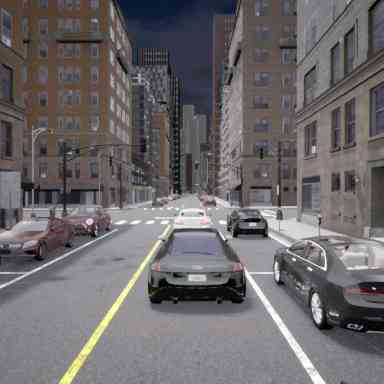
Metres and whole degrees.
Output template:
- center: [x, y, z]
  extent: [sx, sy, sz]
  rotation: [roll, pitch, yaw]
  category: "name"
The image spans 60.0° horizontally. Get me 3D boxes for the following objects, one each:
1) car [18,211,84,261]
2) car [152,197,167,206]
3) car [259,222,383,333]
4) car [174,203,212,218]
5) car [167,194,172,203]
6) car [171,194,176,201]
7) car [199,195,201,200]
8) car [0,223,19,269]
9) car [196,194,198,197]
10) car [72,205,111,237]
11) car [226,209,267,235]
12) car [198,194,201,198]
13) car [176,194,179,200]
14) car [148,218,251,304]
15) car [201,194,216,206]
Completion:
- center: [-5.661, 1.582, 12.227]
  extent: [1.802, 1.307, 4.206]
  rotation: [0, 0, 0]
  category: "car"
- center: [-5.594, 1.617, 54.831]
  extent: [1.802, 1.307, 4.206]
  rotation: [0, 0, 0]
  category: "car"
- center: [2.860, 1.550, 6.719]
  extent: [2.008, 1.369, 4.403]
  rotation: [0, 0, 0]
  category: "car"
- center: [0.047, 1.526, 16.943]
  extent: [1.812, 1.442, 4.674]
  rotation: [0, 0, 1]
  category: "car"
- center: [-5.566, 1.606, 65.648]
  extent: [2.008, 1.369, 4.403]
  rotation: [0, 0, 0]
  category: "car"
- center: [-5.525, 1.625, 81.703]
  extent: [1.752, 1.417, 4.829]
  rotation: [0, 0, 0]
  category: "car"
- center: [2.959, 1.606, 65.629]
  extent: [2.008, 1.369, 4.403]
  rotation: [0, 0, 0]
  category: "car"
- center: [-5.665, 1.566, 6.725]
  extent: [1.947, 1.339, 4.313]
  rotation: [0, 0, 0]
  category: "car"
- center: [3.026, 1.455, 92.675]
  extent: [2.192, 1.841, 5.009]
  rotation: [0, 0, 0]
  category: "car"
- center: [-5.657, 1.440, 17.728]
  extent: [1.967, 1.590, 4.097]
  rotation: [0, 0, 0]
  category: "car"
- center: [2.869, 1.566, 17.721]
  extent: [1.947, 1.339, 4.313]
  rotation: [0, 0, 0]
  category: "car"
- center: [2.986, 1.523, 76.447]
  extent: [1.967, 1.590, 4.097]
  rotation: [0, 0, 0]
  category: "car"
- center: [-5.498, 1.455, 92.691]
  extent: [2.192, 1.841, 5.009]
  rotation: [0, 0, 0]
  category: "car"
- center: [0.088, 1.564, 8.184]
  extent: [1.994, 1.385, 4.181]
  rotation: [0, 0, 0]
  category: "car"
- center: [2.930, 1.475, 54.812]
  extent: [1.967, 1.590, 4.097]
  rotation: [0, 0, 0]
  category: "car"
